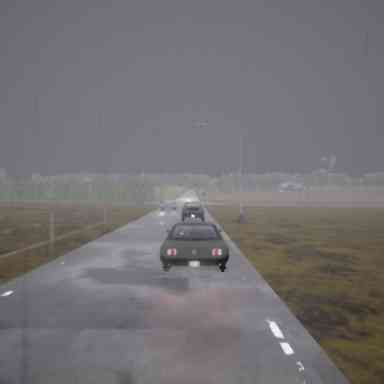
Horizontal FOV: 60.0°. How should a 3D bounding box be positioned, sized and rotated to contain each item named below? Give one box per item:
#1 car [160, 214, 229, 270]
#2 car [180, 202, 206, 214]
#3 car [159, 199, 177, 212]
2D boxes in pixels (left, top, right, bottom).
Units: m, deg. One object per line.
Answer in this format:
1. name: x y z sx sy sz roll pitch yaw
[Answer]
1. car: 0.078 1.636 11.084 1.895 1.301 4.718 0 0 0
2. car: 0.081 1.583 27.891 1.837 1.490 4.892 0 0 0
3. car: -2.844 1.601 41.000 1.812 1.442 4.674 0 0 0
